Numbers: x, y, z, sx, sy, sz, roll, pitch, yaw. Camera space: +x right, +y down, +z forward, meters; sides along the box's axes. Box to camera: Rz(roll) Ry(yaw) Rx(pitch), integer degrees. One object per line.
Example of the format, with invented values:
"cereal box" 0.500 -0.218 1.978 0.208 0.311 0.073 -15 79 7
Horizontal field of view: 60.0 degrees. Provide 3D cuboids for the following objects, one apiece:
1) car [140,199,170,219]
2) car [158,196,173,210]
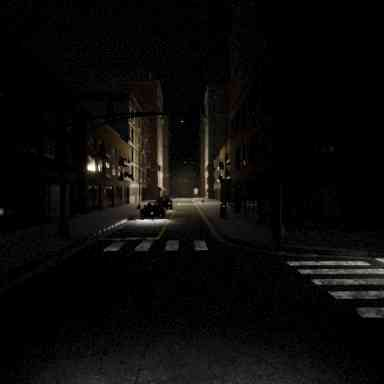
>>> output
"car" -3.308 1.555 29.157 1.994 1.385 4.181 0 0 -1
"car" -3.483 1.333 41.504 2.097 1.767 4.553 0 0 -1
